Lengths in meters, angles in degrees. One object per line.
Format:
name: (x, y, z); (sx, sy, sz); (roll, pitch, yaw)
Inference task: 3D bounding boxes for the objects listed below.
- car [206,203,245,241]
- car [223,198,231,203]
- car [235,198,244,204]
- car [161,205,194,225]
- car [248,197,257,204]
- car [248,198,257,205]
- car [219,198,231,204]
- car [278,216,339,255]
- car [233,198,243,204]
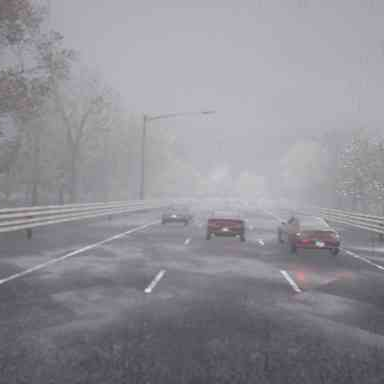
car: (1.825, 1.623, 17.985); (1.882, 1.535, 5.008); (2, 0, 6)
car: (9.860, 2.359, 93.110); (1.895, 1.301, 4.718); (2, 0, 12)
car: (13.366, 2.457, 92.795); (2.033, 1.411, 5.357); (2, 0, 12)
car: (-0.959, 1.631, 24.674); (1.994, 1.385, 4.181); (2, 0, 7)
car: (16.877, 2.425, 92.479); (2.097, 1.767, 4.553); (2, 0, 12)
car: (14.885, 2.465, 82.452); (1.837, 1.490, 4.892); (2, 0, 11)
car: (7.850, 2.219, 82.893); (2.128, 1.511, 4.902); (2, 0, 11)
car: (4.997, 1.780, 14.622); (1.812, 1.442, 4.674); (2, 0, 6)
car: (11.443, 2.389, 83.081); (1.994, 1.385, 4.181); (2, 0, 11)
